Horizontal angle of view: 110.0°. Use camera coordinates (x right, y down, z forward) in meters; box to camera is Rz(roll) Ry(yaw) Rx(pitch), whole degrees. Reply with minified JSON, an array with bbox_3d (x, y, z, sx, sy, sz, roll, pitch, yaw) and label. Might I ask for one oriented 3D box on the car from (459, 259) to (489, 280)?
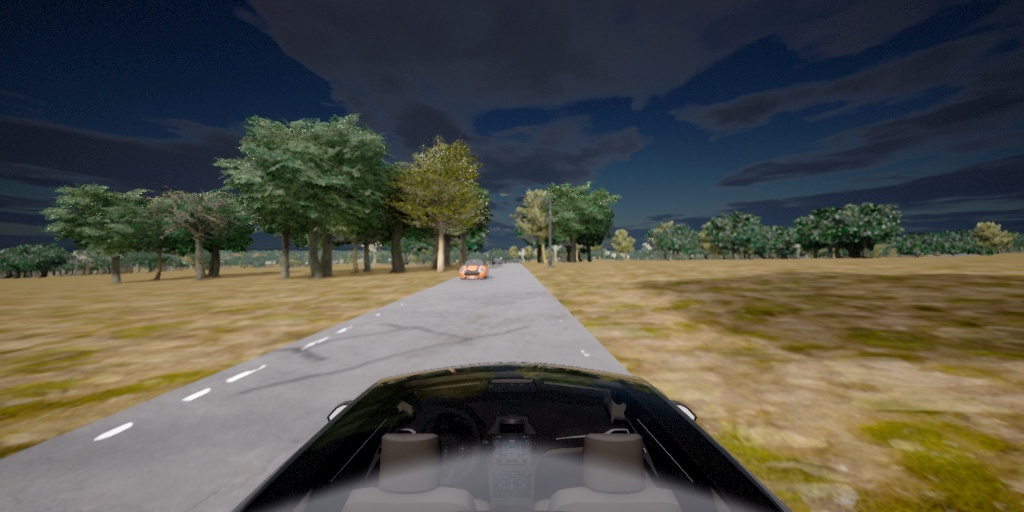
[{"bbox_3d":[-3.037,1.015,29.519,2.097,1.767,4.553,0,0,0],"label":"car"}]
